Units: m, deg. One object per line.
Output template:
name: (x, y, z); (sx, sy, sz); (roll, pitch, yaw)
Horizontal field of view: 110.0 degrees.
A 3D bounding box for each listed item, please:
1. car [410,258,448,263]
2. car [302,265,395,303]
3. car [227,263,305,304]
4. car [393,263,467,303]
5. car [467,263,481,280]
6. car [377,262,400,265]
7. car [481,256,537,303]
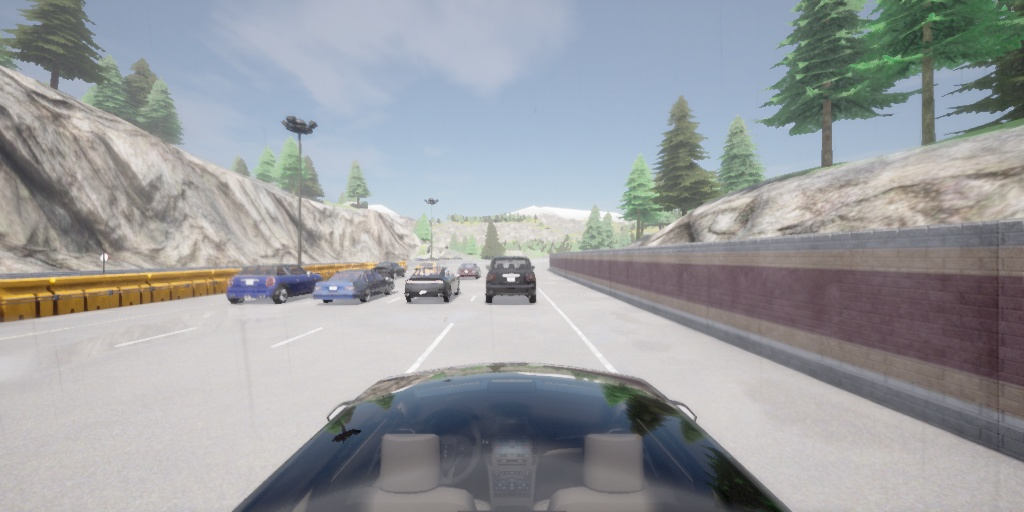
car: (-7.256, 1.235, 31.609); (1.882, 1.535, 5.008); (0, 0, -1)
car: (-7.067, 1.313, 16.610); (2.033, 1.411, 5.357); (0, 0, -1)
car: (-10.566, 1.116, 16.536); (2.097, 1.767, 4.553); (0, 0, -1)
car: (-3.567, 1.245, 16.655); (2.128, 1.511, 4.902); (0, 0, -1)
car: (-3.757, 1.313, 31.654); (2.033, 1.411, 5.357); (0, 0, -1)
car: (-10.756, 1.266, 31.565); (1.837, 1.490, 4.892); (0, 0, -1)
car: (-0.067, 1.008, 16.729); (2.150, 2.045, 5.566); (0, 0, -1)
